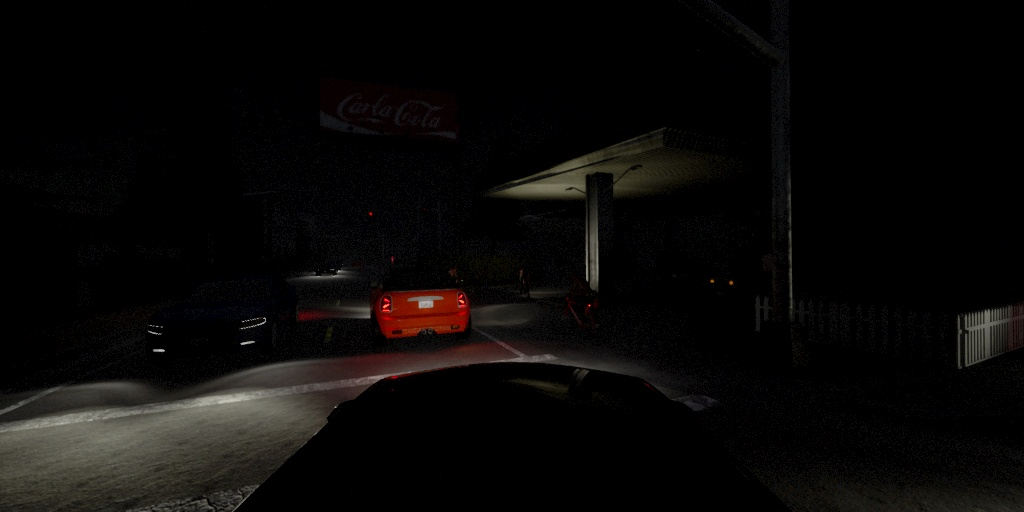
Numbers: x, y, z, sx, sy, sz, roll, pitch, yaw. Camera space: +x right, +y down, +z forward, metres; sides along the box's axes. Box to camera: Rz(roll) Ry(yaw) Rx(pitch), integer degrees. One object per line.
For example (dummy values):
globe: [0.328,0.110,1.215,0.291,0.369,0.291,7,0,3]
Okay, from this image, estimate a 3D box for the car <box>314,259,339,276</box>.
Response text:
car: [-19.999,1.346,38.673,1.837,1.490,4.892,0,0,-24]

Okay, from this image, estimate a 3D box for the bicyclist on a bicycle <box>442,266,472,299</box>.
bicyclist on a bicycle: [-2.751,1.294,16.413,1.656,1.620,0.582,1,0,37]

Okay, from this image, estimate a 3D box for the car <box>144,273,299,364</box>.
car: [-6.319,1.194,8.387,1.882,1.535,5.008,0,0,-24]

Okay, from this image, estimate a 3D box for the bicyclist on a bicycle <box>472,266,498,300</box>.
bicyclist on a bicycle: [-1.455,1.321,17.805,1.656,1.620,0.582,1,0,-22]

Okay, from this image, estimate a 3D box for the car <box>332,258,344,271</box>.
car: [-26.685,1.394,53.532,2.128,1.511,4.902,0,0,-24]

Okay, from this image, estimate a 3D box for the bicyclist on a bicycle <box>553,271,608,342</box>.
bicyclist on a bicycle: [1.640,1.194,8.735,0.582,1.620,1.656,3,-2,-43]

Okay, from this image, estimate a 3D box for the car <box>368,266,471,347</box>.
car: [-2.614,1.041,9.486,2.097,1.767,4.553,0,0,-22]

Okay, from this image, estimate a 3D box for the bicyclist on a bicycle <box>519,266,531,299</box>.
bicyclist on a bicycle: [0.653,1.314,17.937,0.582,1.620,1.656,0,0,16]
